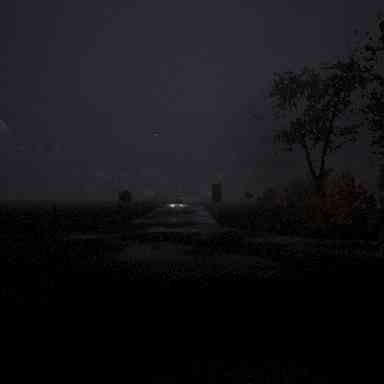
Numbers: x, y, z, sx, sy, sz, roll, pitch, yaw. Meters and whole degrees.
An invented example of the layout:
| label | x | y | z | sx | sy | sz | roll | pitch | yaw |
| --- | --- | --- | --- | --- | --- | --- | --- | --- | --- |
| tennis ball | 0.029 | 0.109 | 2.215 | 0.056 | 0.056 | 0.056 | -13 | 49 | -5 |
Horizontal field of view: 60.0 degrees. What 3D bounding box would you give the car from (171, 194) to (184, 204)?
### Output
| label | x | y | z | sx | sy | sz | roll | pitch | yaw |
| --- | --- | --- | --- | --- | --- | --- | --- | --- | --- |
| car | -2.750 | 1.397 | 63.859 | 2.150 | 2.045 | 5.566 | 0 | 0 | 0 |
